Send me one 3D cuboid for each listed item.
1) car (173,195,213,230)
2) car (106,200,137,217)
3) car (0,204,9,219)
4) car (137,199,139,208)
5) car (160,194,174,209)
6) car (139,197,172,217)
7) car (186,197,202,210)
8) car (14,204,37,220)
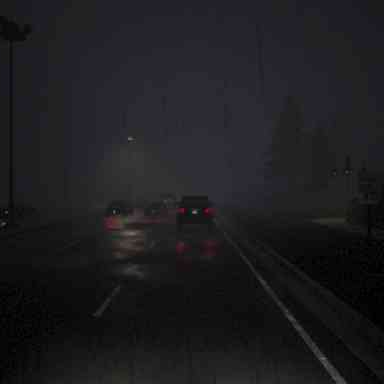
[{"bbox_3d":[0.185,1.232,21.465,2.150,2.045,5.566,0,0,1],"label":"car"},{"bbox_3d":[-6.826,1.515,31.796,1.837,1.490,4.892,0,0,1],"label":"car"},{"bbox_3d":[-15.008,1.601,22.828,1.895,1.301,4.718,0,0,0],"label":"car"},{"bbox_3d":[-6.796,1.581,45.290,1.994,1.385,4.181,0,0,1],"label":"car"},{"bbox_3d":[-3.297,1.239,44.987,2.150,2.045,5.566,0,0,0],"label":"car"},{"bbox_3d":[-3.330,1.506,31.403,2.128,1.511,4.902,0,0,1],"label":"car"},{"bbox_3d":[0.256,1.513,44.941,2.128,1.511,4.902,0,0,0],"label":"car"},{"bbox_3d":[-14.904,1.646,27.710,1.895,1.301,4.718,0,0,0],"label":"car"}]
